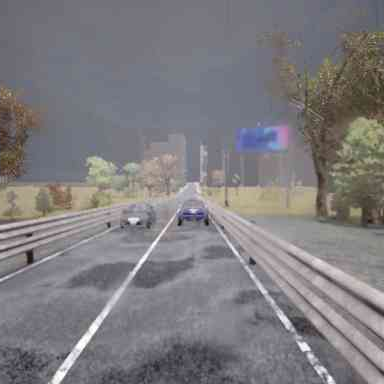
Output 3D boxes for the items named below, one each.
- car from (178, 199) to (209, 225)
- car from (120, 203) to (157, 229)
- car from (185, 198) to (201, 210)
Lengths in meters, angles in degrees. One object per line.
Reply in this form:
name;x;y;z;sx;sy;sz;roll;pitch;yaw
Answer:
car;0.096;1.346;24.309;2.097;1.767;4.553;0;0;0
car;-3.350;1.486;21.454;2.128;1.511;4.902;0;0;0
car;0.083;1.553;42.587;1.994;1.385;4.181;0;0;0
